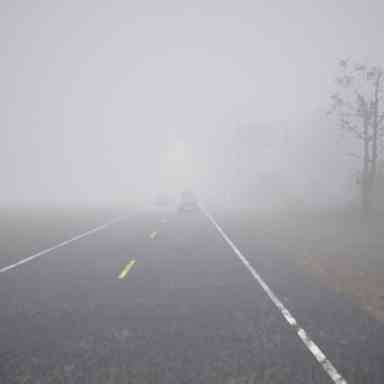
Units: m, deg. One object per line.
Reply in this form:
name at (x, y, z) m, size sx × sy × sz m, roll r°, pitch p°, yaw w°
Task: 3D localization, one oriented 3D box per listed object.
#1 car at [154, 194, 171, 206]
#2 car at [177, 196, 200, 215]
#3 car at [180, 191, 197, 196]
car at (-4.012, 1.047, 45.809) m, size 2.097 × 1.767 × 4.553 m, roll 0°, pitch 0°, yaw -1°
car at (-0.305, 1.339, 30.741) m, size 1.994 × 1.385 × 4.181 m, roll 0°, pitch 0°, yaw 0°
car at (-0.468, 0.880, 46.217) m, size 2.150 × 2.045 × 5.566 m, roll 0°, pitch 0°, yaw 2°
